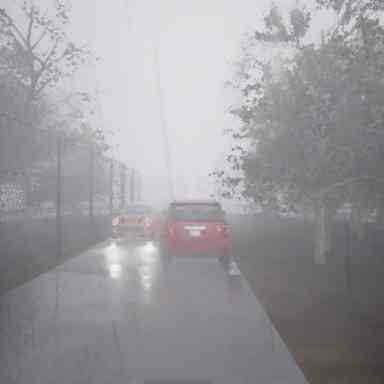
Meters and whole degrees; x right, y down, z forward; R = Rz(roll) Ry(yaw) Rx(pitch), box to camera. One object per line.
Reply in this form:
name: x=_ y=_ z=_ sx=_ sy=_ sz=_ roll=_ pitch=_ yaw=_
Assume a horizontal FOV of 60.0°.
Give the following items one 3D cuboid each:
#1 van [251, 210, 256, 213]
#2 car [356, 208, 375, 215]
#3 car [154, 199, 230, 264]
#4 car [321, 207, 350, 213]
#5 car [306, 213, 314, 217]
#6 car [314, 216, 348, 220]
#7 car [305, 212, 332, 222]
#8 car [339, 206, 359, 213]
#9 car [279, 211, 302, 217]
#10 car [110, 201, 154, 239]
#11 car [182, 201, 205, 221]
van: x=11.650 y=4.437 z=62.796 sx=1.878 sy=1.987 sz=4.442 roll=0 pitch=0 yaw=-18
car: x=40.324 y=4.272 z=77.452 sx=5.566 sy=2.045 sz=2.435 roll=-1 pitch=1 yaw=-17
car: x=0.096 y=1.260 z=12.081 sx=2.150 sy=2.045 sz=5.566 roll=0 pitch=0 yaw=0
car: x=26.460 y=4.408 z=62.232 sx=2.435 sy=2.045 sz=5.566 roll=0 pitch=0 yaw=-18
car: x=20.577 y=4.409 z=62.375 sx=2.435 sy=2.045 sz=5.566 roll=0 pitch=0 yaw=-18
car: x=19.862 y=4.556 z=45.442 sx=2.435 sy=2.045 sz=5.566 roll=0 pitch=1 yaw=-18
car: x=23.543 y=4.689 z=62.287 sx=2.163 sy=1.488 sz=4.792 roll=0 pitch=0 yaw=-18
car: x=40.850 y=4.488 z=86.473 sx=4.674 sy=1.452 sz=2.002 roll=-1 pitch=0 yaw=-17
car: x=17.620 y=4.410 z=62.472 sx=2.435 sy=2.045 sz=5.566 roll=0 pitch=0 yaw=-18
car: x=-2.829 y=1.406 z=17.569 sx=2.097 sy=1.767 sz=4.553 roll=0 pitch=0 yaw=0
car: x=0.114 y=1.595 z=29.423 sx=1.837 sy=1.490 sz=4.892 roll=0 pitch=0 yaw=0
